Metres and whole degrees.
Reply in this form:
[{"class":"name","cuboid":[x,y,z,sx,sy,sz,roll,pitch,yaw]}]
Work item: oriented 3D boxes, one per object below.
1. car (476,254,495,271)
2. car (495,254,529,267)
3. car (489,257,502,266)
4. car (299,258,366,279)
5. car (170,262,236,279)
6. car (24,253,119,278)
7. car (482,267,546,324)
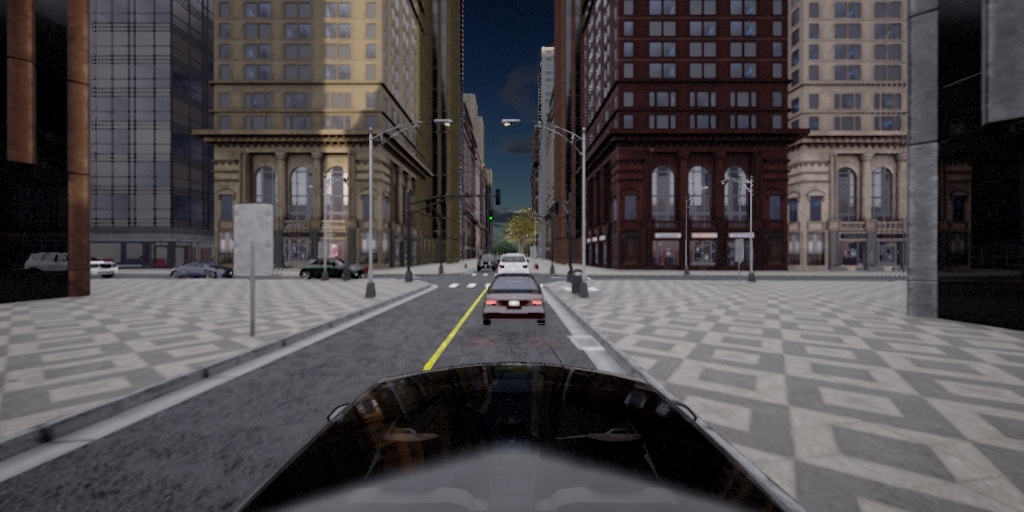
[{"class":"car","cuboid":[-3.082,0.789,43.980,2.150,2.045,5.566,0,0,-1]},{"class":"car","cuboid":[0.111,0.865,26.861,2.150,2.045,5.566,0,1,0]},{"class":"car","cuboid":[-2.989,0.987,64.539,2.128,1.511,4.902,0,0,0]},{"class":"car","cuboid":[-13.792,0.941,27.828,4.553,1.767,2.097,0,0,0]},{"class":"car","cuboid":[-23.830,1.124,27.855,4.181,1.385,1.994,0,0,0]},{"class":"car","cuboid":[-34.172,0.756,27.870,5.566,2.045,2.150,0,0,0]},{"class":"car","cuboid":[0.094,1.254,11.741,2.033,1.411,5.357,0,0,1]}]
